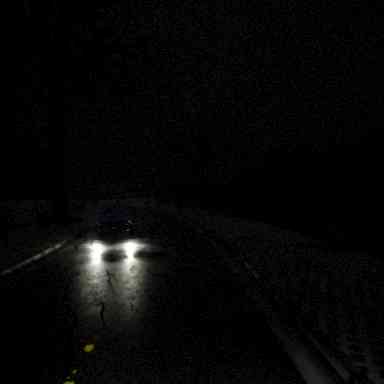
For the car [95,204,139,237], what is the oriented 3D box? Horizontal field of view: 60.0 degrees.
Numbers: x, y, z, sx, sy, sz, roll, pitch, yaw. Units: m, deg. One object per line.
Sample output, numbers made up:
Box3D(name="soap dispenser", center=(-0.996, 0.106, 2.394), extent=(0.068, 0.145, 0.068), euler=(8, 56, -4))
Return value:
Box3D(name="car", center=(-3.891, 1.408, 17.880), extent=(1.882, 1.535, 5.008), euler=(0, 0, -6))
